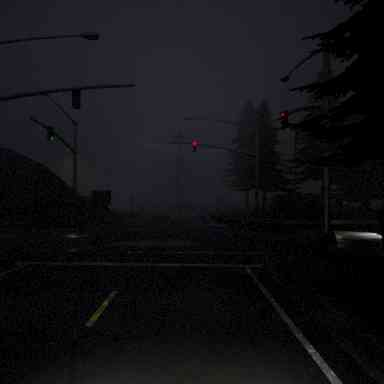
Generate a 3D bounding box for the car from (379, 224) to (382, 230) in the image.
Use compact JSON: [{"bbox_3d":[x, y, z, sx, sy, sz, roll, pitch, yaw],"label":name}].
[{"bbox_3d":[14.348,2.076,21.284,4.181,1.385,1.994,0,-1,0],"label":"car"}]
